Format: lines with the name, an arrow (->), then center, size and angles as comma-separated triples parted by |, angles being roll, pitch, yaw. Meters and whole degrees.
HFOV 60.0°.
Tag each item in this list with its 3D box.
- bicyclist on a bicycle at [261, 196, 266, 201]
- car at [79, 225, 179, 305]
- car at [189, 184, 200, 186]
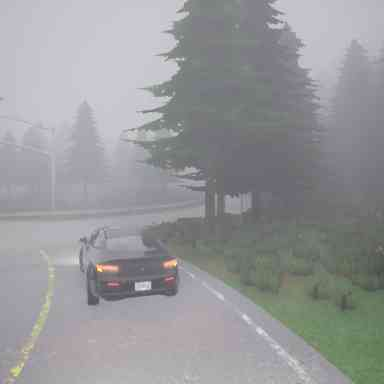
bicyclist on a bicycle -> 6.284, 0.894, 30.423 | 1.656, 1.620, 0.582 | -13, -4, 35
car -> -1.691, 1.526, 8.139 | 1.812, 1.442, 4.674 | 0, 0, -21
car -> 0.517, -1.747, 69.759 | 1.994, 1.385, 4.181 | 0, 5, -5
